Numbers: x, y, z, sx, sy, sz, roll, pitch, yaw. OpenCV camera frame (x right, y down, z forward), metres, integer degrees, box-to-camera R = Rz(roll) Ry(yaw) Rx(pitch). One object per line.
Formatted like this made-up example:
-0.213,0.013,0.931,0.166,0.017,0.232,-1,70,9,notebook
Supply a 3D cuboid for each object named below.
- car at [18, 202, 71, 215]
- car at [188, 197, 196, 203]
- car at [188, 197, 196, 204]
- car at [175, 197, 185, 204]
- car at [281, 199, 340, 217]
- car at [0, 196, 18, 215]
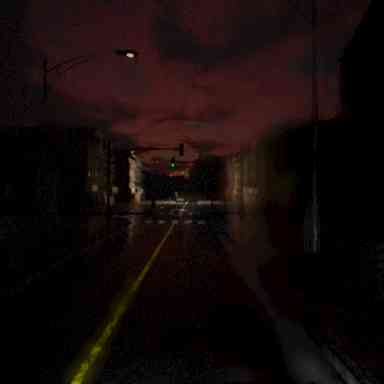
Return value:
-14.679,1.630,33.704,4.507,1.381,1.887,0,-1,0,car
0.043,2.029,85.972,1.994,1.385,4.181,0,0,0,car
0.038,1.944,75.556,1.837,1.490,4.892,0,0,0,car
-2.711,1.956,76.333,1.812,1.442,4.674,0,0,0,car
11.731,1.594,33.738,5.009,1.841,2.192,0,-1,0,car
-20.112,1.362,33.701,5.009,1.841,2.192,0,-1,0,car
